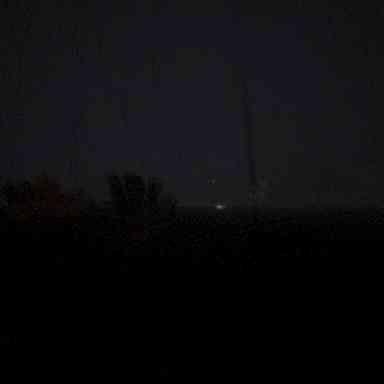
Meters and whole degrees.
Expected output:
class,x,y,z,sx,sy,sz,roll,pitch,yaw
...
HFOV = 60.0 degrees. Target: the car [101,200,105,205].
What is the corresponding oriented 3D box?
class,x,y,z,sx,sy,sz,roll,pitch,yaw
car,-18.106,2.376,67.519,1.837,1.490,4.892,-2,-2,36
